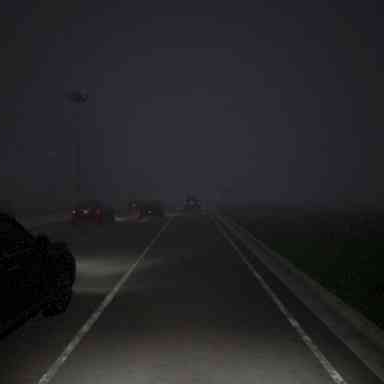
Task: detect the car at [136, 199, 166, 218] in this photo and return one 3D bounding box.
[{"bbox_3d":[-3.396,1.452,29.414,1.882,1.535,5.008,0,0,0],"label":"car"}]

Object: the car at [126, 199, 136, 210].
[{"bbox_3d":[-6.897,1.527,41.569,1.994,1.385,4.181,0,0,0],"label":"car"}]

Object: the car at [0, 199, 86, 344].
[{"bbox_3d":[-3.400,1.217,4.326,2.150,2.045,5.566,0,0,0],"label":"car"}]

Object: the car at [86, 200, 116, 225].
[{"bbox_3d":[-6.897,1.330,23.718,2.097,1.767,4.553,0,0,0],"label":"car"}]

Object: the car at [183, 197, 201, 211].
[{"bbox_3d":[0.005,1.318,39.463,2.097,1.767,4.553,0,0,0],"label":"car"}]

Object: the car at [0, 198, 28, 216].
[{"bbox_3d":[-18.497,1.453,33.111,1.882,1.535,5.008,0,0,0],"label":"car"}]

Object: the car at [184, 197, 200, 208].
[{"bbox_3d":[0.007,1.449,48.577,2.128,1.511,4.902,0,0,0],"label":"car"}]

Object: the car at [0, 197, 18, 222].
[{"bbox_3d":[-15.070,1.329,24.453,2.097,1.767,4.553,0,0,0],"label":"car"}]
